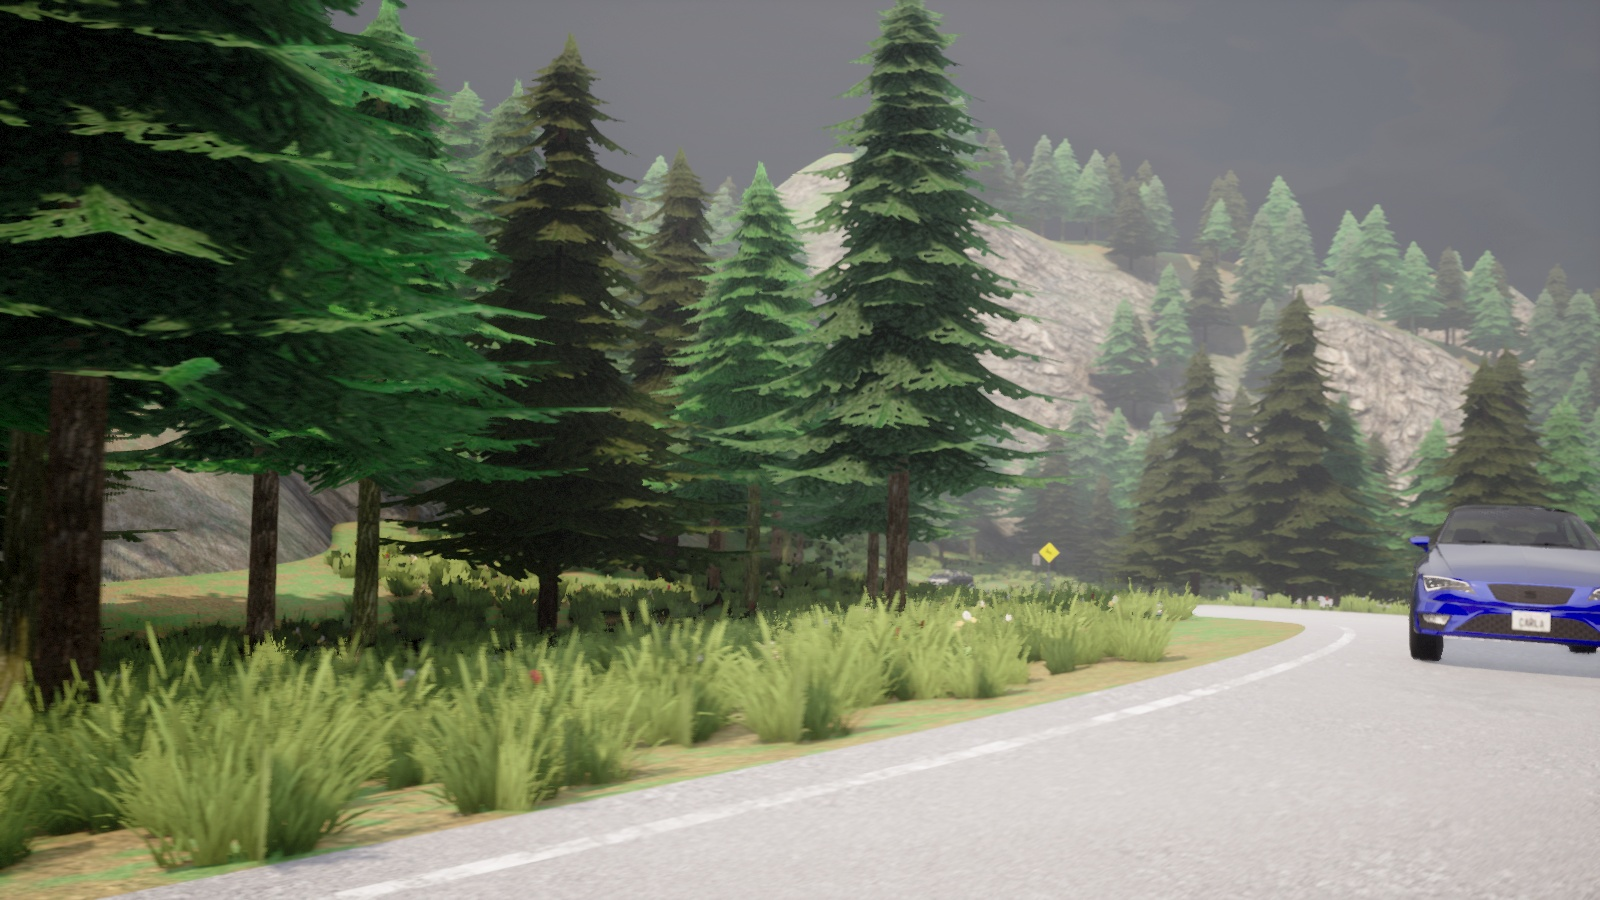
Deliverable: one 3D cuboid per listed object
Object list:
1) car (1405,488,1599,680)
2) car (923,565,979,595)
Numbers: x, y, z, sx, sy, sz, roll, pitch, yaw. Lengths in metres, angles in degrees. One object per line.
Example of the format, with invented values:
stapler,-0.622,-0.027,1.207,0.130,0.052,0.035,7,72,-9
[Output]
car,6.816,1.224,12.009,1.816,1.474,4.193,1,-4,26
car,8.898,7.654,73.795,1.789,1.549,3.705,0,-6,33
